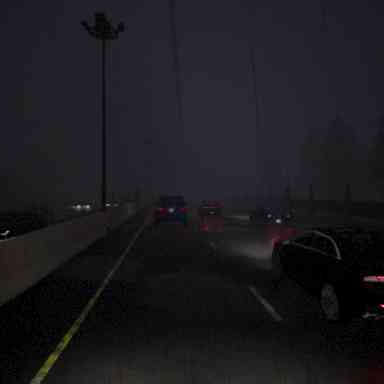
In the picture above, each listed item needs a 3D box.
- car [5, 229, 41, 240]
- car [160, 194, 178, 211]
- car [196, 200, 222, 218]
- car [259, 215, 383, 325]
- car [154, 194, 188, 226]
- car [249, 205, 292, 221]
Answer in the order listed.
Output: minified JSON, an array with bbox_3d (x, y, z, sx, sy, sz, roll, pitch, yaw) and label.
[{"bbox_3d":[-8.037,1.536,14.777,1.837,1.490,4.892,0,0,-5],"label":"car"},{"bbox_3d":[-3.014,1.255,42.776,2.150,2.045,5.566,0,0,-4],"label":"car"},{"bbox_3d":[1.500,1.505,29.990,2.128,1.511,4.902,0,0,-4],"label":"car"},{"bbox_3d":[3.178,1.487,7.135,2.128,1.511,4.902,0,0,-3],"label":"car"},{"bbox_3d":[-1.503,1.241,23.502,2.150,2.045,5.566,0,0,-4],"label":"car"},{"bbox_3d":[5.485,1.600,23.944,1.895,1.301,4.718,0,0,-4],"label":"car"}]
